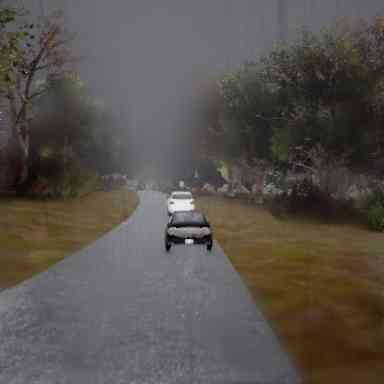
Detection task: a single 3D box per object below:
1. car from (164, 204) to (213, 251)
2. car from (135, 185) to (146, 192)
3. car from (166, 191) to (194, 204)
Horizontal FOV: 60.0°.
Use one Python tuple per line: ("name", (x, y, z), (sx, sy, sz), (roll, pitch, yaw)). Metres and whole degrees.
("car", (-0.167, 1.527, 14.327), (2.128, 1.511, 4.902), (0, 1, -2))
("car", (-10.973, -0.829, 70.734), (1.994, 1.385, 4.181), (2, 2, -14))
("car", (-1.028, 0.954, 29.068), (2.150, 2.045, 5.566), (0, 2, -5))
